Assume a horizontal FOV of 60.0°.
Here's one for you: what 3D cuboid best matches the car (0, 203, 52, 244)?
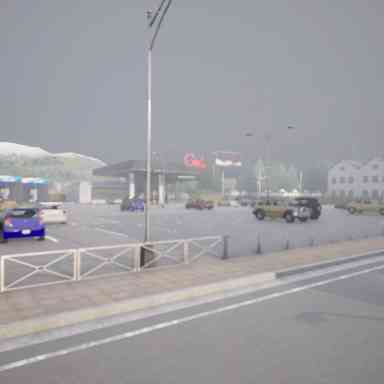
[{"bbox_3d":[-7.985,1.433,15.259,1.845,1.501,3.633,1,-1,-37],"label":"car"}]

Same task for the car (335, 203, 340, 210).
[{"bbox_3d":[22.960,1.905,47.951,2.007,1.523,4.514,1,-1,-37],"label":"car"}]

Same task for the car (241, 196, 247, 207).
[{"bbox_3d":[9.328,1.651,60.082,1.905,1.878,3.866,1,-1,-37],"label":"car"}]

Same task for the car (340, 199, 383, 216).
[{"bbox_3d":[19.305,1.632,36.011,2.152,1.636,5.027,1,-1,-37],"label":"car"}]

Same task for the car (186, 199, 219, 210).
[{"bbox_3d":[1.005,1.674,44.921,2.007,1.523,4.514,1,-1,-37],"label":"car"}]

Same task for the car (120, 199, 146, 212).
[{"bbox_3d":[-7.022,1.574,38.971,1.845,1.501,3.633,1,-1,-37],"label":"car"}]

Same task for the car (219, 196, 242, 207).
[{"bbox_3d":[6.297,1.895,58.578,1.970,1.475,3.806,1,-1,-37],"label":"car"}]

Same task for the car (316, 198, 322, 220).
[{"bbox_3d":[9.061,1.399,28.350,1.905,1.878,3.866,1,-1,-37],"label":"car"}]

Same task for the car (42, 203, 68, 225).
[{"bbox_3d":[-10.043,1.484,22.986,1.970,1.475,3.806,1,-1,-37],"label":"car"}]

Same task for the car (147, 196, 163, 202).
[{"bbox_3d":[-10.516,1.972,94.768,3.866,1.878,1.905,1,-1,-37],"label":"car"}]

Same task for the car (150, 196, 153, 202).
[{"bbox_3d":[-10.600,2.083,87.635,4.611,1.667,2.242,1,-1,-37],"label":"car"}]

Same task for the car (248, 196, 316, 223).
[{"bbox_3d":[6.981,1.384,26.280,1.932,1.855,4.605,1,-1,-37],"label":"car"}]

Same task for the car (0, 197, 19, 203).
[{"bbox_3d":[-21.104,1.444,38.022,2.152,1.636,5.027,1,-1,-37],"label":"car"}]
